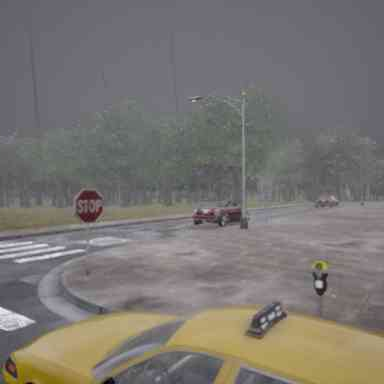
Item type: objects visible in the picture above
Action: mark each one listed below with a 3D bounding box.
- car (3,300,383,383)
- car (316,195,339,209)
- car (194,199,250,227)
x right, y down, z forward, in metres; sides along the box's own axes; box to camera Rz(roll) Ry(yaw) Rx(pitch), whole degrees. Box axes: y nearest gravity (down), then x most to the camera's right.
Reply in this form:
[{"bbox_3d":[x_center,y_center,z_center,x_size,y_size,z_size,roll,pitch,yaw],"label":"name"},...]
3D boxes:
[{"bbox_3d":[0.332,1.531,2.570,4.829,1.417,1.752,0,0,35],"label":"car"},{"bbox_3d":[18.047,1.221,44.198,2.097,1.767,4.553,0,0,36],"label":"car"},{"bbox_3d":[2.077,1.248,22.042,2.097,1.767,4.553,0,0,36],"label":"car"}]
